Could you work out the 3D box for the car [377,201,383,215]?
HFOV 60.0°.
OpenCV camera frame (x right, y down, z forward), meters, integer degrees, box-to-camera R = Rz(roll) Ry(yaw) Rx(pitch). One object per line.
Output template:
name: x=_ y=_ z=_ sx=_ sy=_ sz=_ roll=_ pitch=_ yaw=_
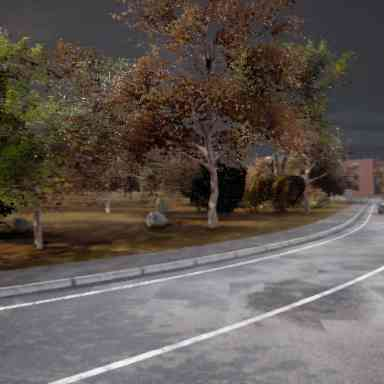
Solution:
car: x=20.547 y=1.635 z=34.793 sx=1.812 sy=1.442 sz=4.674 roll=-1 pitch=-1 yaw=29
